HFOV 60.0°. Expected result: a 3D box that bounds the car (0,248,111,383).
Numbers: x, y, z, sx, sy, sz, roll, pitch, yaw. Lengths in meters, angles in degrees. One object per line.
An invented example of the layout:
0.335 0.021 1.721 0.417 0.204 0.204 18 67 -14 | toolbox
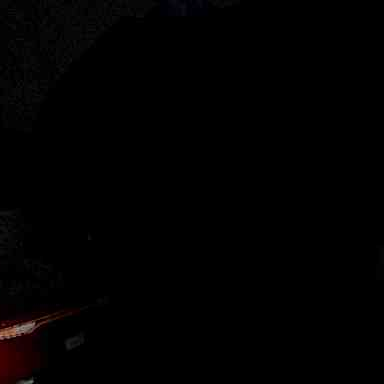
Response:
-3.129 1.543 5.023 4.507 1.381 1.887 0 1 36 | car

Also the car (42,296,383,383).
1.386 1.551 1.803 4.403 1.369 2.008 0 1 36 | car
